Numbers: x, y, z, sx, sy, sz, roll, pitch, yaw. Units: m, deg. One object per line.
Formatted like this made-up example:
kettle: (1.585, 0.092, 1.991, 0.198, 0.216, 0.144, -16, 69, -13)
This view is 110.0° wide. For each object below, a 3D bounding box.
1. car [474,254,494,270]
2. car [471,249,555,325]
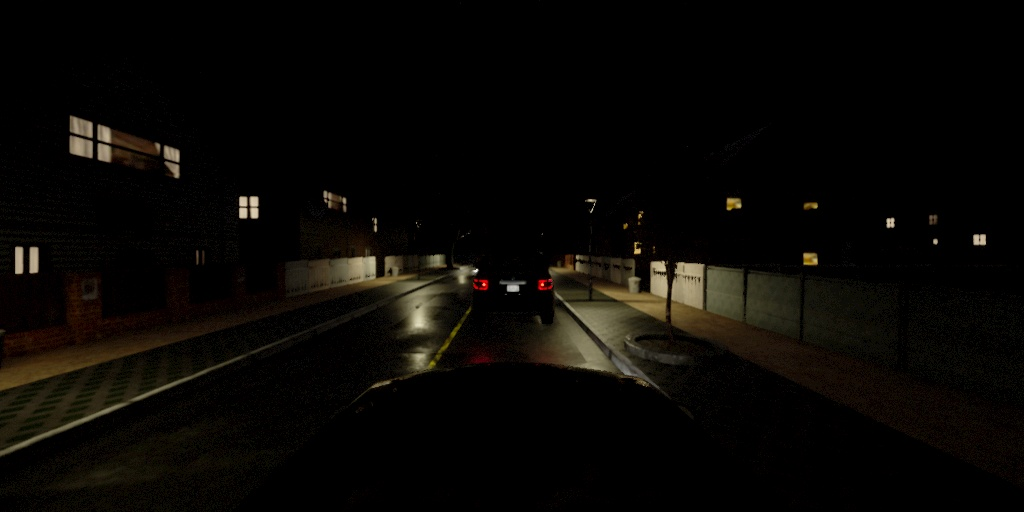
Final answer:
car: (-3.059, 0.609, 39.972, 1.882, 1.535, 5.008, 0, 1, 0)
car: (0.027, 0.805, 11.178, 2.150, 2.045, 5.566, 0, 1, 0)
